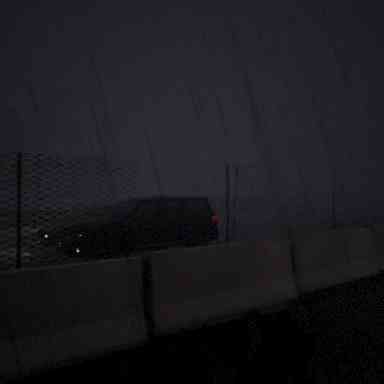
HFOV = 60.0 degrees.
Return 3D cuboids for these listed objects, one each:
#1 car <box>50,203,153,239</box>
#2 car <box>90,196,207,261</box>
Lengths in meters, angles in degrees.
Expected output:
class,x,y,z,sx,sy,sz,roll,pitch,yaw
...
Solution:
class,x,y,z,sx,sy,sz,roll,pitch,yaw
car,-4.733,1.427,17.810,5.008,1.535,1.882,0,0,-35
car,-1.649,1.180,11.414,5.566,2.045,2.150,-1,0,-35
